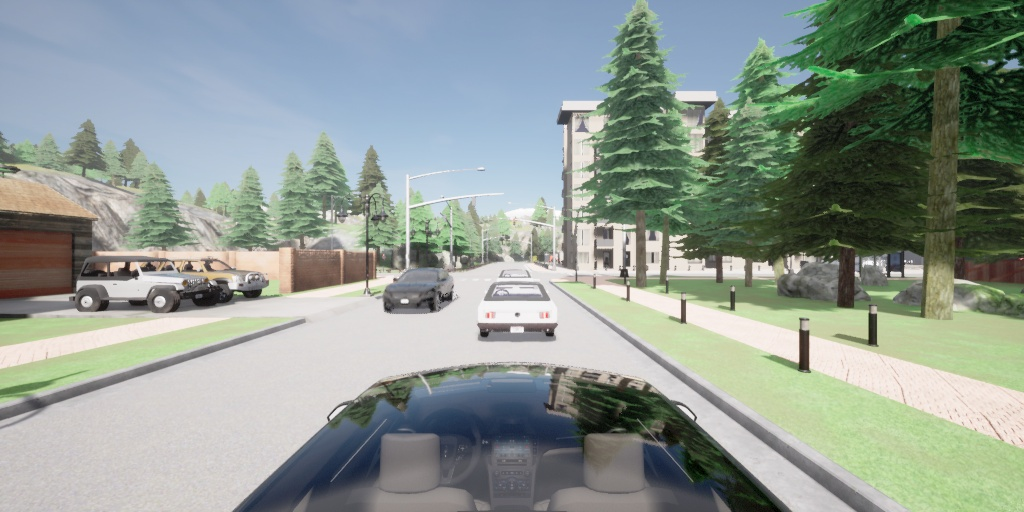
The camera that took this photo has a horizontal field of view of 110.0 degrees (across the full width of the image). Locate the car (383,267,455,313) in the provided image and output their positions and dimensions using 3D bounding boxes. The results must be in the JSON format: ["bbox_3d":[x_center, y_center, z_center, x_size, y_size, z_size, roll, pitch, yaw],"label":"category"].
[{"bbox_3d":[-3.525,1.227,14.342,1.882,1.535,5.008,0,0,1],"label":"car"}]

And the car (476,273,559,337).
[{"bbox_3d":[0.132,1.351,10.236,1.895,1.301,4.718,0,0,0],"label":"car"}]

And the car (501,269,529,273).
[{"bbox_3d":[0.162,1.351,19.404,1.895,1.301,4.718,0,0,0],"label":"car"}]
